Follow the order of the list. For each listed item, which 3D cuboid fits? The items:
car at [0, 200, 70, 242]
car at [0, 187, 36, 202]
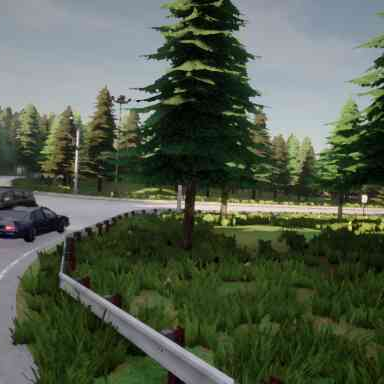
[{"bbox_3d":[-7.603,1.372,15.585,2.033,1.411,5.357,4,1,3],"label":"car"},{"bbox_3d":[-10.690,0.764,18.189,2.150,2.045,5.566,4,1,3],"label":"car"}]
